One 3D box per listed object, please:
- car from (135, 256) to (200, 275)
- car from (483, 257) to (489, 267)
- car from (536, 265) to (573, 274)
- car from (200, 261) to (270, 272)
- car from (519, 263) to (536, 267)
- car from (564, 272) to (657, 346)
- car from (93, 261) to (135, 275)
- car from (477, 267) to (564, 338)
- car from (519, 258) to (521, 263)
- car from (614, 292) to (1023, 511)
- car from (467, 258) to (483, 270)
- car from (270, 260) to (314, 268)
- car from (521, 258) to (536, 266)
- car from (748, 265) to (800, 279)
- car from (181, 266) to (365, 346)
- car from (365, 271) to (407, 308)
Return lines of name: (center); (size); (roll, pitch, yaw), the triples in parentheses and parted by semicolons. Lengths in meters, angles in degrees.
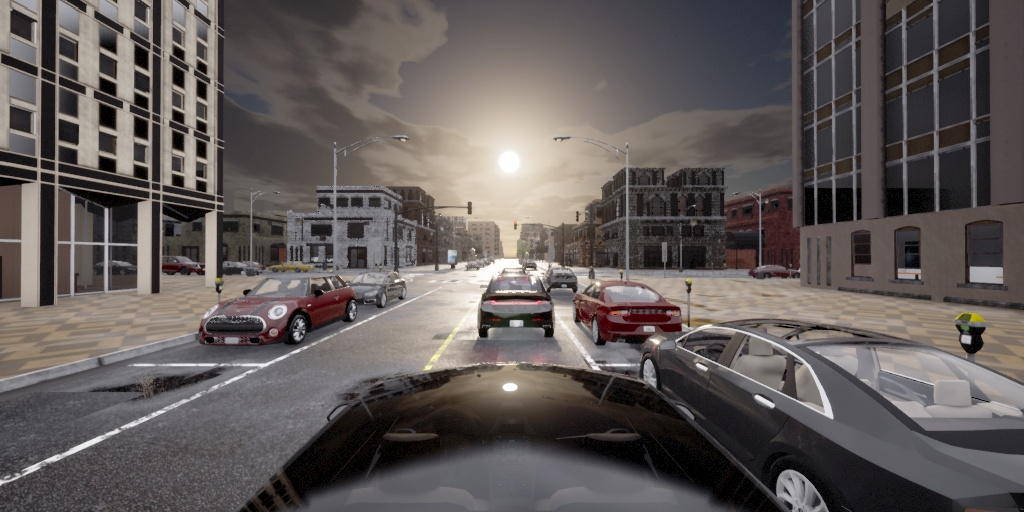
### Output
car: (-30.964, 0.918, 33.121); (5.009, 1.841, 2.192); (0, 0, 1)
car: (-5.714, 1.309, 64.088); (2.007, 1.370, 4.403); (0, 0, 0)
car: (2.683, 1.303, 20.645); (2.007, 1.370, 4.403); (0, 0, 0)
car: (-25.427, 1.177, 33.037); (4.403, 1.370, 2.007); (0, 0, 1)
car: (0.092, 1.316, 20.592); (1.994, 1.385, 4.181); (0, 0, 0)
car: (2.687, 1.296, 9.261); (1.888, 1.381, 4.507); (0, 0, 0)
car: (-36.500, 1.131, 33.204); (4.403, 1.370, 2.007); (0, 0, 1)
car: (0.098, 1.242, 10.168); (2.128, 1.511, 4.902); (0, 0, 0)
car: (2.667, 1.341, 64.077); (1.802, 1.307, 4.207); (0, 0, 0)
car: (2.690, 1.301, 3.569); (2.007, 1.370, 4.403); (0, 0, 0)
car: (-5.709, 1.339, 53.045); (1.802, 1.307, 4.207); (0, 0, 0)
car: (-25.469, 1.198, 41.419); (4.829, 1.417, 1.751); (0, 0, 1)
car: (2.671, 1.322, 53.035); (1.948, 1.339, 4.313); (0, 0, 0)
car: (23.631, 1.433, 32.265); (4.207, 1.307, 1.802); (0, 0, 1)
car: (-5.693, 1.190, 9.275); (1.967, 1.591, 4.097); (0, 0, 0)
car: (-5.695, 1.302, 14.967); (2.007, 1.370, 4.403); (0, 0, 0)
